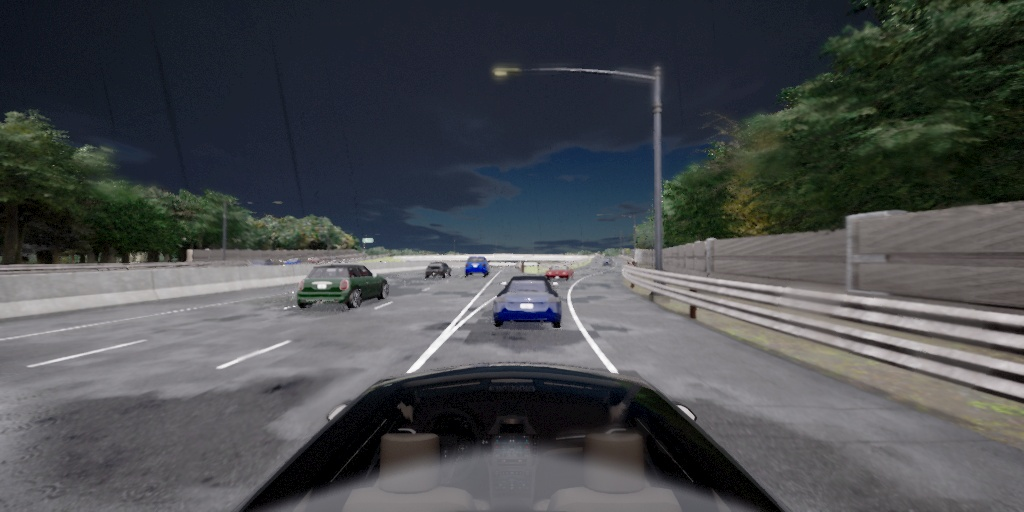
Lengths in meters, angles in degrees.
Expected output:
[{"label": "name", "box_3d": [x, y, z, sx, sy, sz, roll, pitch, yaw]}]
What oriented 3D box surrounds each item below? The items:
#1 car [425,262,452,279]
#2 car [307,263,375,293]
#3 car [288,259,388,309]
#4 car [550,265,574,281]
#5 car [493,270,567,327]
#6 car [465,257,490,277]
[{"label": "car", "box_3d": [-6.902, 1.354, 34.096, 1.837, 1.490, 4.892, 0, 0, 0]}, {"label": "car", "box_3d": [-10.401, 1.270, 22.308, 1.882, 1.535, 5.008, 0, 0, 0]}, {"label": "car", "box_3d": [-6.901, 1.129, 15.150, 2.097, 1.767, 4.553, 0, 0, 0]}, {"label": "car", "box_3d": [4.259, 1.447, 30.995, 1.895, 1.301, 4.718, -1, -1, 16]}, {"label": "car", "box_3d": [0.571, 1.328, 11.706, 1.994, 1.385, 4.181, 0, 0, 5]}, {"label": "car", "box_3d": [-3.502, 1.091, 36.874, 2.150, 2.045, 5.566, 0, 0, 0]}]
